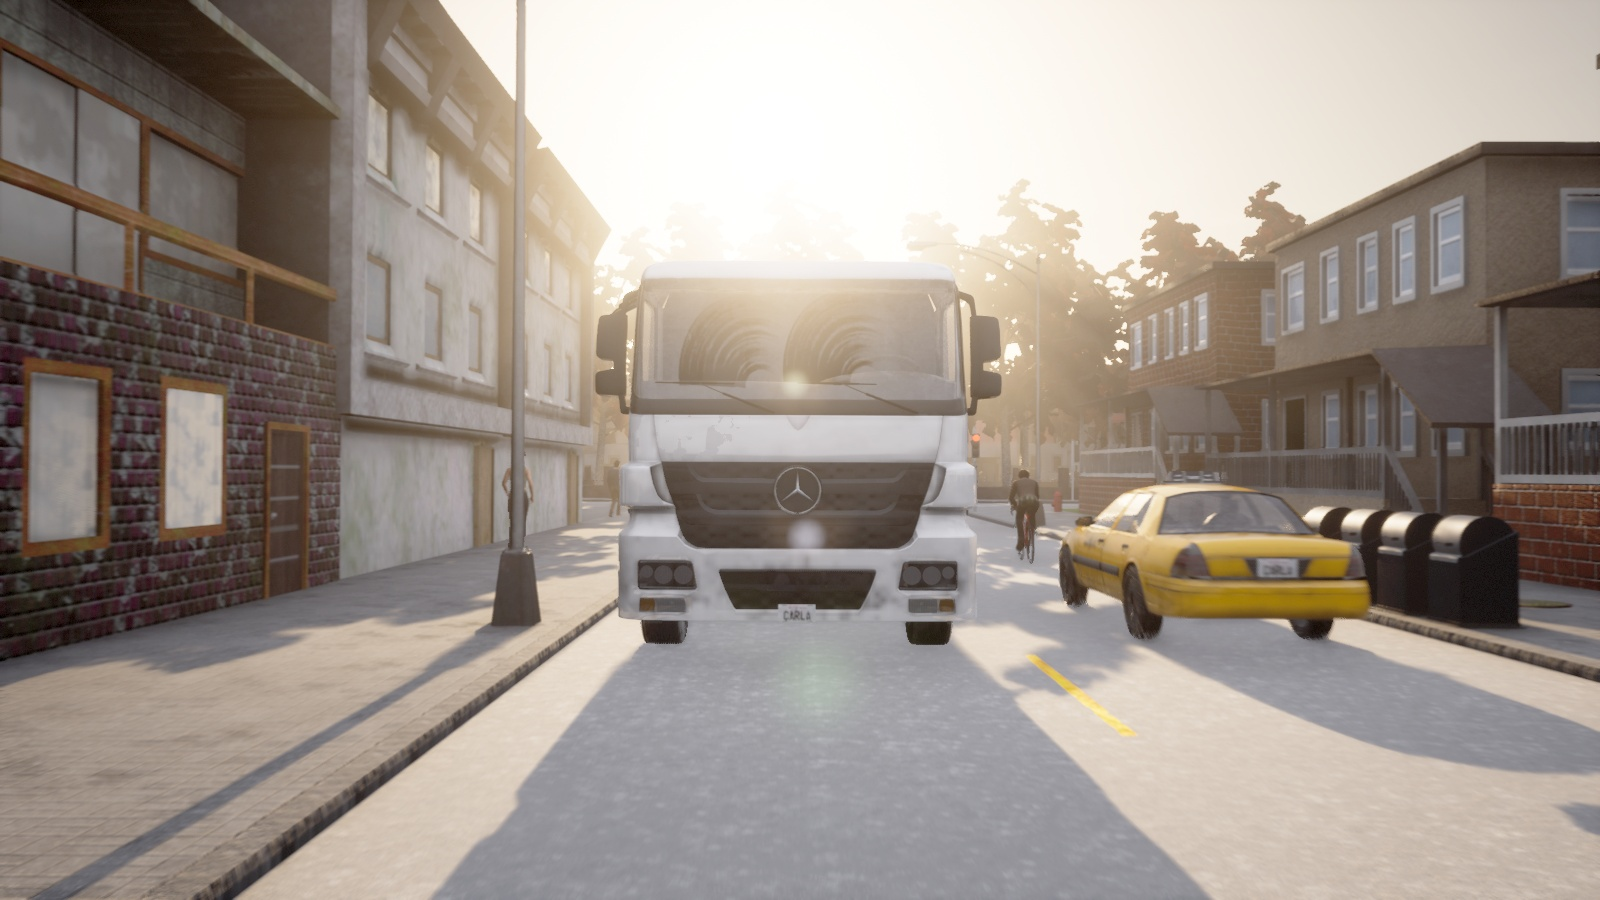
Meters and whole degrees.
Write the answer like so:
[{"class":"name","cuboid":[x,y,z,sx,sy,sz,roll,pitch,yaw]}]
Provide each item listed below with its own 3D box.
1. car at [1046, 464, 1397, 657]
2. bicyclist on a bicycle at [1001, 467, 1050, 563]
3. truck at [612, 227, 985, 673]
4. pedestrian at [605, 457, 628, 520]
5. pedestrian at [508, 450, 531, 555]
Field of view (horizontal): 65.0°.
[{"class":"car","cuboid":[3.984,0.955,12.991,1.801,1.575,5.366,0,-1,0]},{"class":"bicyclist on a bicycle","cuboid":[3.934,1.120,22.006,0.582,1.620,1.656,0,-1,1]},{"class":"truck","cuboid":[-0.021,0.063,13.733,2.891,3.462,7.936,0,-1,0]},{"class":"pedestrian","cuboid":[-5.738,1.204,39.260,0.423,1.949,0.788,-1,-1,17]},{"class":"pedestrian","cuboid":[-4.955,0.916,22.198,0.345,1.836,0.594,0,-1,-8]}]
